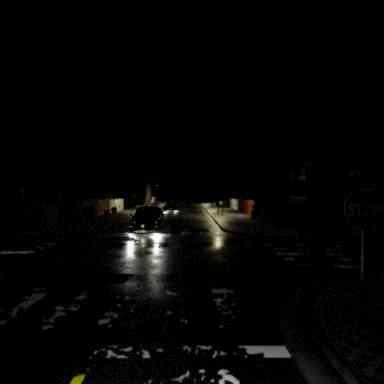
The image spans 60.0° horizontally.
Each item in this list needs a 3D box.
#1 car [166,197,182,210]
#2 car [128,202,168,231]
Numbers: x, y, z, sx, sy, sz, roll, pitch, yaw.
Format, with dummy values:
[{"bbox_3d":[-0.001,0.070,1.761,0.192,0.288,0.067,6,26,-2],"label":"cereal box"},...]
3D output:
[{"bbox_3d":[-2.799,1.761,46.019,2.033,1.411,5.357,0,0,0],"label":"car"},{"bbox_3d":[-2.773,1.654,21.105,1.837,1.490,4.892,0,0,0],"label":"car"}]
